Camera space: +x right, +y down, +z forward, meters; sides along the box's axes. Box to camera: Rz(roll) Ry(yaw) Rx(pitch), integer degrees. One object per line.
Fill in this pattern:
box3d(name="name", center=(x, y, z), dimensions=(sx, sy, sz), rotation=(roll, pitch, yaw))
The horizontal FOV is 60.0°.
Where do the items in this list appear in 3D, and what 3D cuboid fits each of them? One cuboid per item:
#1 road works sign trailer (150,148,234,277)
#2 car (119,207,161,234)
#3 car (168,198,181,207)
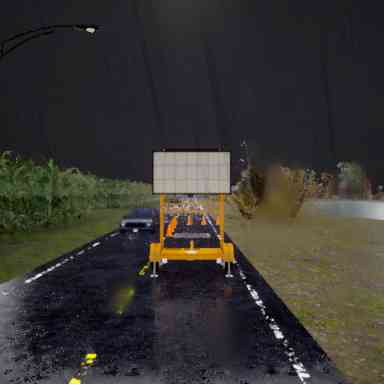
box3d(name="road works sign trailer", center=(-0.004, 0.471, 10.234), dimensions=(2.380, 3.560, 2.880), rotation=(0, 0, 0))
box3d(name="car", center=(-2.856, 1.565, 19.475), dimensions=(2.033, 1.411, 5.357), rotation=(0, 0, 0))
box3d(name="car", center=(-2.767, 1.688, 53.335), dimensions=(1.895, 1.301, 4.718), rotation=(0, 0, 0))
